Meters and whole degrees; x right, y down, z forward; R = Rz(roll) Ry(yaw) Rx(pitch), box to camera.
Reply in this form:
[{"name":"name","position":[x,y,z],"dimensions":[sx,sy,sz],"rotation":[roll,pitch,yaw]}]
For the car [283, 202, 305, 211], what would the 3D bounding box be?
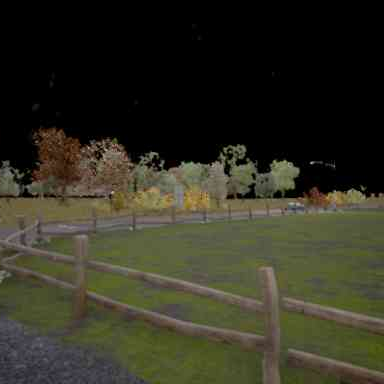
[{"name":"car","position":[16.761,2.387,54.466],"dimensions":[2.033,1.411,5.357],"rotation":[-1,-2,40]}]
